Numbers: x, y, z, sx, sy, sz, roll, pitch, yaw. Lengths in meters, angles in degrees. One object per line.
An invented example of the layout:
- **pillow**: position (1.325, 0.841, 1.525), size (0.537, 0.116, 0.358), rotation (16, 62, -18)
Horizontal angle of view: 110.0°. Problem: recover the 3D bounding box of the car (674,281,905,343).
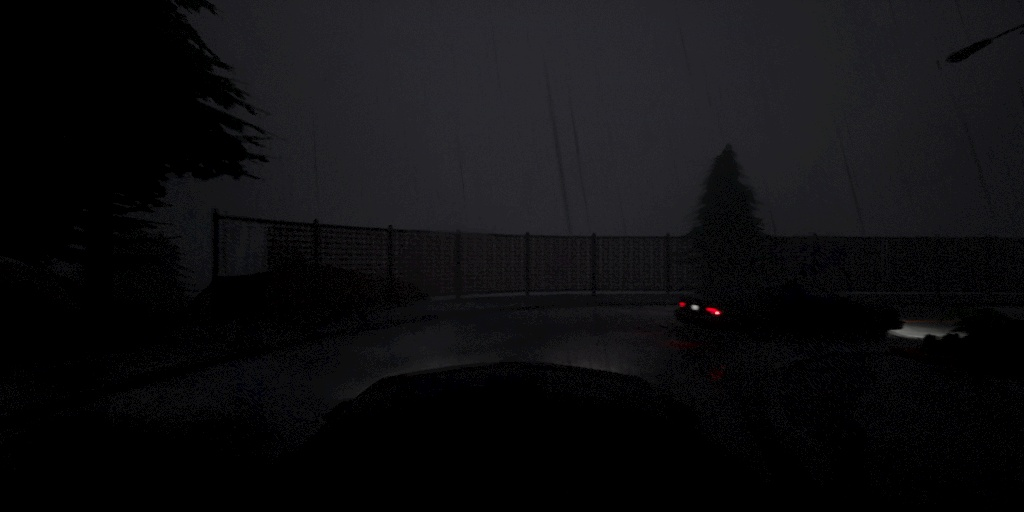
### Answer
- **car**: position (7.206, 1.382, 9.547), size (5.357, 1.411, 2.033), rotation (0, -1, -7)
